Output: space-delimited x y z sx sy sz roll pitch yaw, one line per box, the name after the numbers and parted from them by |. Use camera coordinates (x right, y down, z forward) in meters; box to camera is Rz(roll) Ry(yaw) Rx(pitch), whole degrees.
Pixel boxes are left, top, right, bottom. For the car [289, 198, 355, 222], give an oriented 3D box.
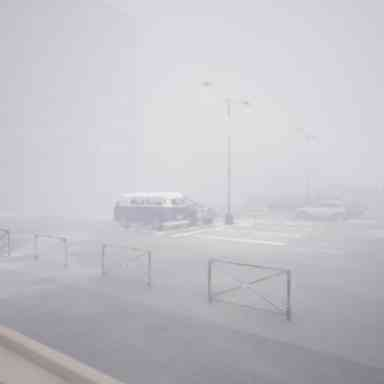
9.434 1.389 24.202 3.806 1.475 1.970 0 0 36 | car

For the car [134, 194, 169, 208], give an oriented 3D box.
-6.873 1.445 57.136 2.033 1.411 5.357 0 0 36 | car

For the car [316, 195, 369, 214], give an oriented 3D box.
12.648 1.147 28.761 4.605 1.855 1.932 0 0 36 | car

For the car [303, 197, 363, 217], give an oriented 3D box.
11.123 1.357 26.553 3.905 1.438 1.784 0 0 36 | car
